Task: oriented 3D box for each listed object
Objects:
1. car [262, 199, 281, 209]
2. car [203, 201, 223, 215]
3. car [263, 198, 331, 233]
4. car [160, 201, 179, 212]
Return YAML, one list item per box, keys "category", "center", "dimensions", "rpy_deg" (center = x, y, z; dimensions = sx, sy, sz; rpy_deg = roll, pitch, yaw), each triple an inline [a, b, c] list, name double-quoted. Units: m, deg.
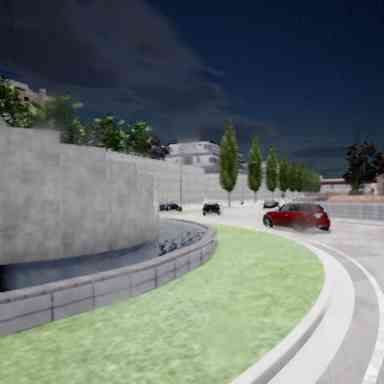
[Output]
- category: "car"
  center: [12.510, 1.878, 52.048]
  dimensions: [1.994, 1.385, 4.181]
  rpy_deg: [-1, -1, 26]
- category: "car"
  center: [2.416, 1.789, 37.749]
  dimensions: [2.128, 1.511, 4.902]
  rpy_deg: [-1, 0, 10]
- category: "car"
  center: [6.448, 1.467, 21.004]
  dimensions: [2.097, 1.767, 4.553]
  rpy_deg: [0, -1, -22]
- category: "car"
  center: [-3.409, 1.987, 45.921]
  dimensions: [1.994, 1.385, 4.181]
  rpy_deg: [-1, -1, 27]
